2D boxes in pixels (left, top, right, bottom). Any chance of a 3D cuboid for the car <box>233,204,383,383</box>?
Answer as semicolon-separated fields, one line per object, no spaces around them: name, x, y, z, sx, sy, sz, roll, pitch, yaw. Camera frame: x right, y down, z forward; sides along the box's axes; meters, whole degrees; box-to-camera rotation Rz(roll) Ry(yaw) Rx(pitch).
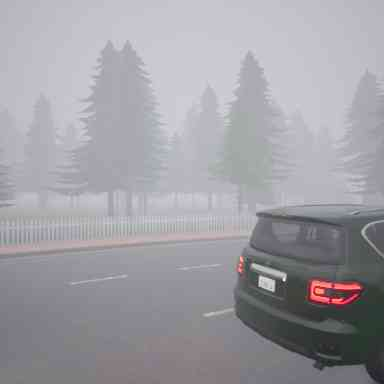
car;3.306;1.221;5.348;5.566;2.045;2.150;0;0;-27
